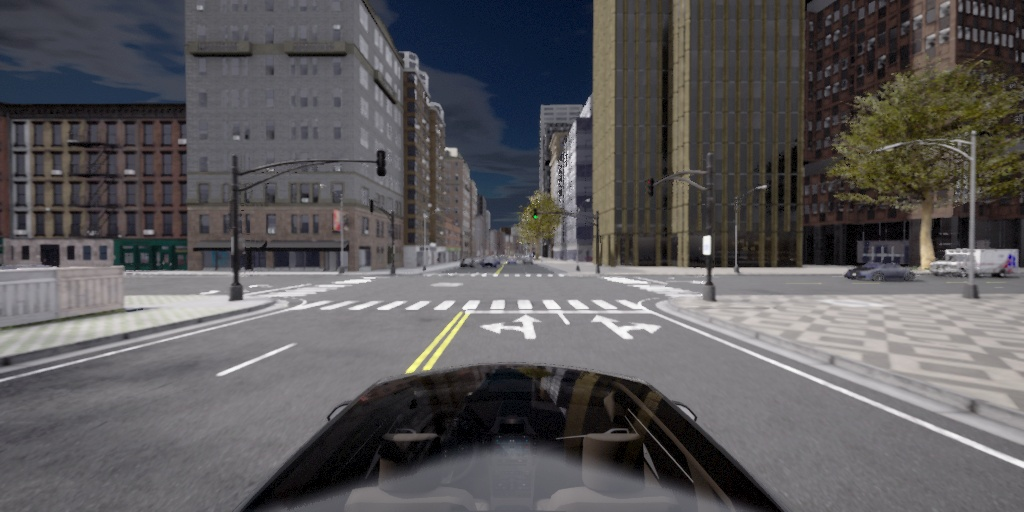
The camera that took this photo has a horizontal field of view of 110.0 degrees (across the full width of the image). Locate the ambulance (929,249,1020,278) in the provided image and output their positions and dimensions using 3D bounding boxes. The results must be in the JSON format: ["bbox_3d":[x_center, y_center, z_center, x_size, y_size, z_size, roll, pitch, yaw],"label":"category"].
[{"bbox_3d":[40.581,0.625,31.640,6.366,2.431,2.351,0,1,-7],"label":"ambulance"}]

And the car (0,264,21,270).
[{"bbox_3d":[-30.946,1.210,19.722,5.008,1.535,1.882,0,1,0],"label":"car"}]

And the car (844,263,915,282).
[{"bbox_3d":[27.851,1.210,27.264,4.181,1.385,1.994,0,1,-5],"label":"car"}]

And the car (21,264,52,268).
[{"bbox_3d":[-30.904,1.234,22.972,5.357,1.411,2.033,0,1,0],"label":"car"}]

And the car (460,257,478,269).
[{"bbox_3d":[-6.556,1.064,53.179,1.837,1.490,4.892,0,0,0],"label":"car"}]

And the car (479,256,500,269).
[{"bbox_3d":[-3.308,0.911,53.142,2.097,1.767,4.553,0,0,0],"label":"car"}]
